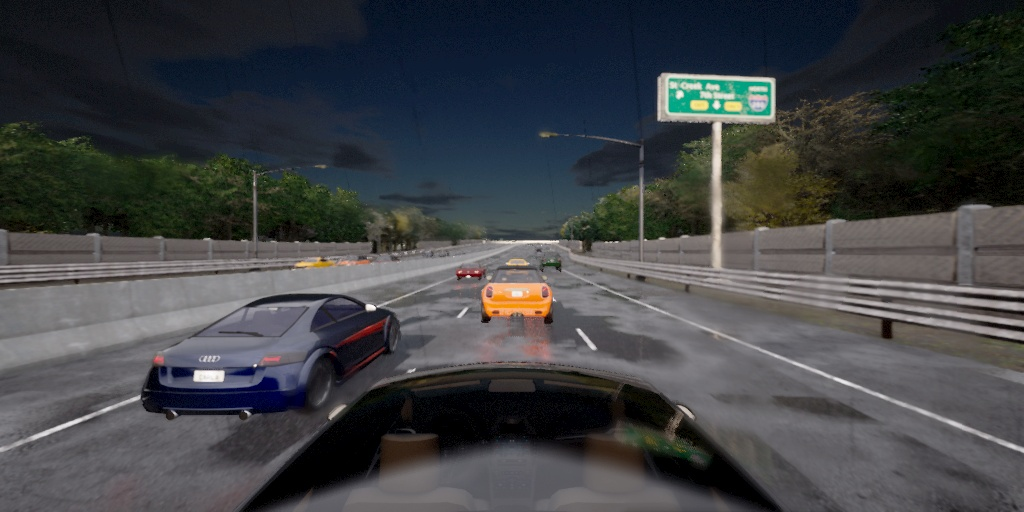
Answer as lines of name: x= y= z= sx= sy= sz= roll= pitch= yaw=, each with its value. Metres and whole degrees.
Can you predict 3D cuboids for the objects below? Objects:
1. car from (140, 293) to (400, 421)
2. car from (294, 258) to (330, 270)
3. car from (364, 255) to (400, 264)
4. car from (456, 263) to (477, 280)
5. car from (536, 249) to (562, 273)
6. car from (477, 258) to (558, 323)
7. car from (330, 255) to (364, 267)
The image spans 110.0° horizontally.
car: x=-3.379 y=1.308 z=6.014 sx=1.994 sy=1.385 sz=4.181 roll=0 pitch=0 yaw=0
car: x=-20.534 y=0.928 z=37.464 sx=1.882 sy=1.535 sz=5.008 roll=0 pitch=1 yaw=2
car: x=-13.502 y=0.790 z=38.290 sx=2.097 sy=1.767 sz=4.553 roll=0 pitch=1 yaw=2
car: x=-3.087 y=1.168 z=28.101 sx=1.895 sy=1.301 sz=4.718 roll=0 pitch=1 yaw=1
car: x=4.084 y=0.509 z=38.422 sx=2.150 sy=2.045 sz=5.566 roll=0 pitch=1 yaw=2
car: x=0.163 y=1.072 z=12.181 sx=2.097 sy=1.767 sz=4.553 roll=0 pitch=0 yaw=0
car: x=-16.998 y=0.788 z=38.457 sx=2.097 sy=1.767 sz=4.553 roll=0 pitch=1 yaw=2
